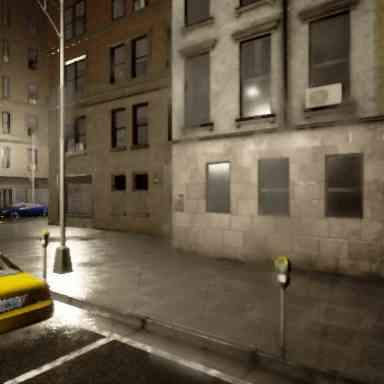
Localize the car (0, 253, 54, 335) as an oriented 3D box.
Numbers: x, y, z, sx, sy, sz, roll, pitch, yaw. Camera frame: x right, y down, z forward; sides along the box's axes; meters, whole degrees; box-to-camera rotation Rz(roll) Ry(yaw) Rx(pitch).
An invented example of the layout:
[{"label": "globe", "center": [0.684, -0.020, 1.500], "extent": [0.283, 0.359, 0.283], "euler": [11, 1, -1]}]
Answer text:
[{"label": "car", "center": [-4.431, 1.538, 5.980], "extent": [4.829, 1.417, 1.752], "euler": [0, 0, 36]}]

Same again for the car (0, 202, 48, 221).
[{"label": "car", "center": [-13.715, 1.522, 27.189], "extent": [1.994, 1.385, 4.181], "euler": [0, 0, 35]}]
